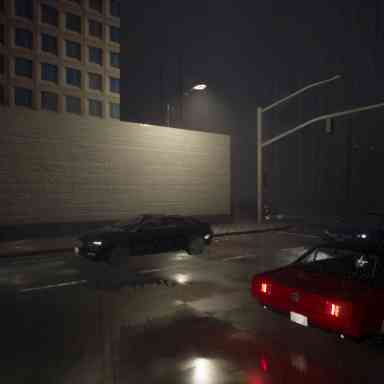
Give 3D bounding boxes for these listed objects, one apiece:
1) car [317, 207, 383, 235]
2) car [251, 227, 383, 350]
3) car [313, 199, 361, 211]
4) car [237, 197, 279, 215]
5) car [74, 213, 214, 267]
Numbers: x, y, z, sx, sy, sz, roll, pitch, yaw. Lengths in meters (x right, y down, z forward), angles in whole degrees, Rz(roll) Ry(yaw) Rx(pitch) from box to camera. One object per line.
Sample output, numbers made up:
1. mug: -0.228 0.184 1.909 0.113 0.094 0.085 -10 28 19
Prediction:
1. car: 7.234 1.524 13.427 4.674 1.442 1.812 0 0 -35
2. car: 3.418 1.601 6.225 4.718 1.301 1.895 0 0 -35
3. car: 15.441 1.547 35.629 2.128 1.511 4.902 0 0 -39
4. car: 6.813 1.407 34.686 2.097 1.767 4.553 0 0 -35
5. car: -1.491 1.491 11.517 4.902 1.511 2.128 0 0 -35
